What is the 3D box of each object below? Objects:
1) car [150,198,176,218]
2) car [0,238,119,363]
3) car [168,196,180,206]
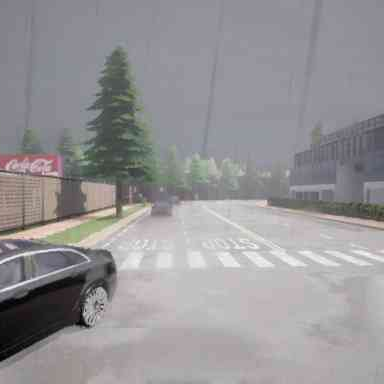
[{"bbox_3d":[-2.711,1.554,30.100,2.033,1.411,5.357,0,0,-3],"label":"car"},{"bbox_3d":[-2.954,1.499,4.575,2.128,1.511,4.902,1,1,22],"label":"car"},{"bbox_3d":[-3.214,1.464,56.112,1.837,1.490,4.892,-2,0,6],"label":"car"}]
